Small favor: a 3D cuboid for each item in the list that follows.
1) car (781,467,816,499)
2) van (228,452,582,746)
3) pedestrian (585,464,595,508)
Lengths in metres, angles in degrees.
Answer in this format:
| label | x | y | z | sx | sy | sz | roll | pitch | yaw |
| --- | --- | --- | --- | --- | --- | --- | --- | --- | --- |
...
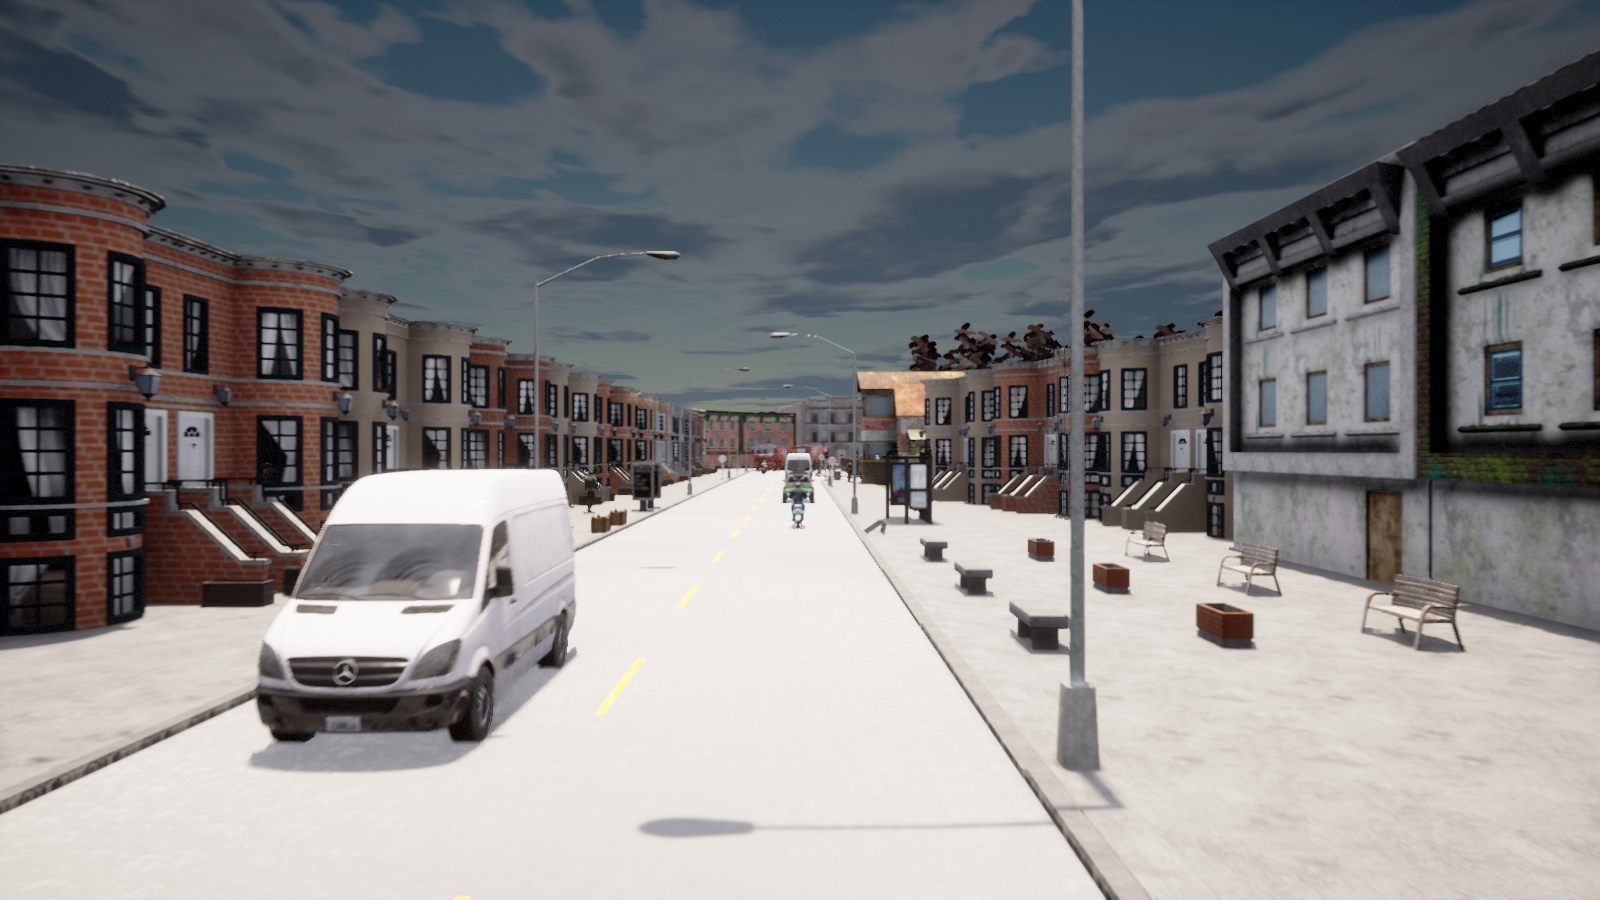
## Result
| label | x | y | z | sx | sy | sz | roll | pitch | yaw |
| --- | --- | --- | --- | --- | --- | --- | --- | --- | --- |
| car | -0.088 | 1.779 | 61.981 | 1.851 | 1.617 | 3.988 | 0 | 0 | 0 |
| van | -4.031 | 1.314 | 12.985 | 1.988 | 2.561 | 5.915 | 0 | 0 | 0 |
| pedestrian | -8.931 | 1.524 | 48.597 | 0.375 | 1.860 | 0.375 | 0 | 0 | 2 |
